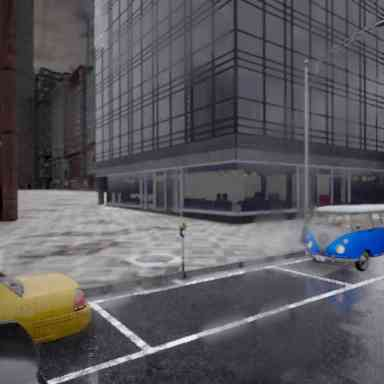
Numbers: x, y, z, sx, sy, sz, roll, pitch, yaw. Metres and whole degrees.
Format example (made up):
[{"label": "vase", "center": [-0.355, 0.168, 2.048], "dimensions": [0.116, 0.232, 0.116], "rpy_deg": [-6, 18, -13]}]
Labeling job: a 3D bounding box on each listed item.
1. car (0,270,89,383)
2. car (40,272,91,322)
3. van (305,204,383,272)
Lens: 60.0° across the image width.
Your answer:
[{"label": "car", "center": [-3.109, 1.501, 1.165], "dimensions": [4.902, 1.511, 2.128], "rpy_deg": [0, 0, -35]}, {"label": "car", "center": [-3.755, 1.529, 3.973], "dimensions": [4.829, 1.417, 1.752], "rpy_deg": [0, 0, -35]}, {"label": "van", "center": [5.243, 1.293, 10.377], "dimensions": [3.998, 1.788, 1.690], "rpy_deg": [0, 0, -35]}]
